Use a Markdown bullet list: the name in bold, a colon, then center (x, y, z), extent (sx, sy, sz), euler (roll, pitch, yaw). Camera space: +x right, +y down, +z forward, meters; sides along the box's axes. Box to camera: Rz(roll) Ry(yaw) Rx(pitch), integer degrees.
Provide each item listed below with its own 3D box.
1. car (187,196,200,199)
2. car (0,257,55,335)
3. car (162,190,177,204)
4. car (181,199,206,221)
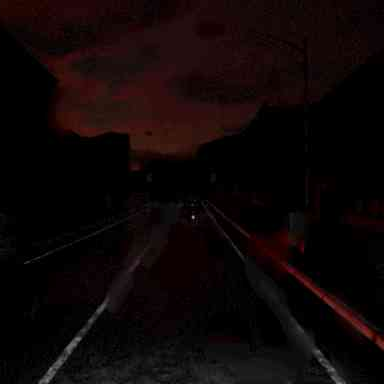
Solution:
- **car**: center (0.075, 1.236, 42.911), extent (1.837, 1.490, 4.892), euler (0, 1, 0)
- **car**: center (-3.598, 1.602, 4.238), extent (1.895, 1.301, 4.718), euler (0, 0, 0)
- **car**: center (-3.542, 0.735, 53.674), extent (2.150, 2.045, 5.566), euler (0, 1, 0)
- **car**: center (0.086, 1.534, 26.782), extent (1.895, 1.301, 4.718), euler (0, 1, 0)
